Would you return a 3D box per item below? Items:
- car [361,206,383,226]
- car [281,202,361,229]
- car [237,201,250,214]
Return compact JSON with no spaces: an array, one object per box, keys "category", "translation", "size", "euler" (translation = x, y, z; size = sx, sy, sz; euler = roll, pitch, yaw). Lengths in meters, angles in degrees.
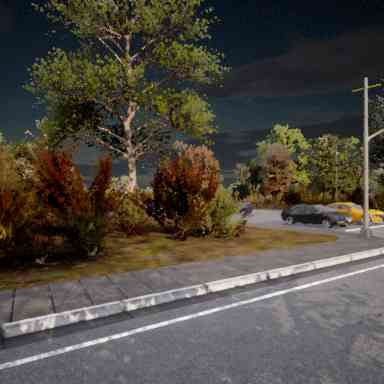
[{"category":"car","translation":[11.470,1.533,24.363],"size":[1.882,1.535,5.008],"euler":[0,0,-40]},{"category":"car","translation":[8.284,1.563,22.368],"size":[1.837,1.490,4.892],"euler":[0,-1,-34]},{"category":"car","translation":[4.679,1.788,38.110],"size":[1.812,1.442,4.674],"euler":[0,-1,-43]}]
